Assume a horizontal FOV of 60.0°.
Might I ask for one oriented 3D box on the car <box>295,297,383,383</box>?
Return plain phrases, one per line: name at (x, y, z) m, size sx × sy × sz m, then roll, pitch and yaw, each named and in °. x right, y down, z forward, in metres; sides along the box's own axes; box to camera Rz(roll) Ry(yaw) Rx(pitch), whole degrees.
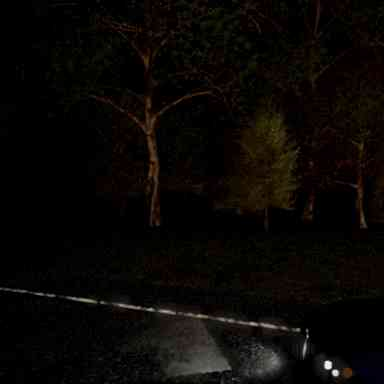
car at (3.129, 1.572, 3.024) m, size 4.181 × 1.385 × 1.994 m, roll 1°, pitch 1°, yaw 18°
